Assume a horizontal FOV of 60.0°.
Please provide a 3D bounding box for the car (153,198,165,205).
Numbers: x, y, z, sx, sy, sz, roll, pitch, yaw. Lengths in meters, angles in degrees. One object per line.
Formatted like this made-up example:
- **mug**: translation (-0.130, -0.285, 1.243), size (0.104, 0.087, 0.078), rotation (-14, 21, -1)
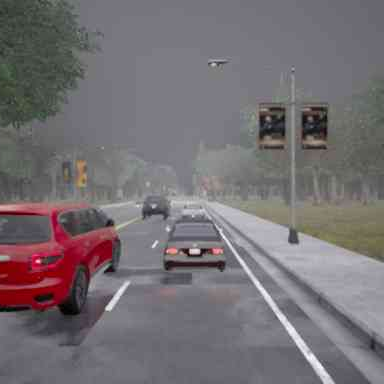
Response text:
- **car**: translation (-6.511, 1.839, 65.940), size (1.994, 1.385, 4.181), rotation (0, 0, 0)

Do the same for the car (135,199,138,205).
- **car**: translation (-9.761, 1.832, 64.839), size (1.994, 1.385, 4.181), rotation (0, 0, 0)

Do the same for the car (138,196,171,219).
- **car**: translation (-3.156, 1.346, 30.269), size (2.150, 2.045, 5.566), rotation (0, 0, 0)

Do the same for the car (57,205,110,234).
- **car**: translation (-6.601, 1.610, 20.800), size (1.812, 1.442, 4.674), rotation (0, 0, 0)

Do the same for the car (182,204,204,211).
- **car**: translation (0.089, 1.722, 29.592), size (1.895, 1.301, 4.718), rotation (0, 0, 0)

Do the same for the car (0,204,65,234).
- **car**: translation (-9.851, 1.590, 20.866), size (1.837, 1.490, 4.892), rotation (0, -1, 0)

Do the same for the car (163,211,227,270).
- **car**: translation (0.083, 1.591, 11.107), size (2.033, 1.411, 5.357), rotation (0, 0, 0)

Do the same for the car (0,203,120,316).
- **car**: translation (-3.161, 1.251, 7.683), size (2.150, 2.045, 5.566), rotation (0, 0, -2)
